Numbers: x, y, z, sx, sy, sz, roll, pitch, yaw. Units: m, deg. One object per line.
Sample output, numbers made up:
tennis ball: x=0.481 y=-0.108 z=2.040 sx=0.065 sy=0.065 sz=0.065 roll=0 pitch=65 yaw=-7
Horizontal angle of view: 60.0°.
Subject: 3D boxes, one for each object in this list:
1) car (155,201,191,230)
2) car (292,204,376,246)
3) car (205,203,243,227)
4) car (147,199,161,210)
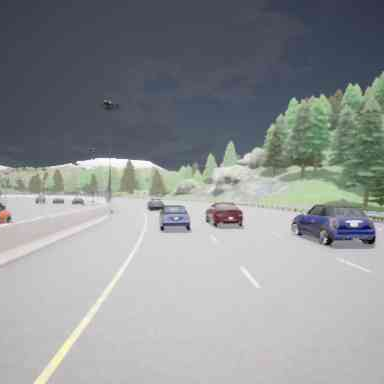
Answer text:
car: x=-1.176 y=1.551 z=21.370 sx=2.033 sy=1.411 sz=5.357 roll=0 pitch=0 yaw=-6
car: x=6.368 y=1.340 z=15.483 sx=2.097 sy=1.767 sz=4.553 roll=0 pitch=0 yaw=-4
car: x=2.117 y=1.474 z=22.988 sx=1.882 sy=1.535 sz=5.008 roll=0 pitch=0 yaw=-7
car: x=-4.643 y=1.575 z=42.269 sx=1.994 sy=1.385 sz=4.181 roll=0 pitch=0 yaw=-12
